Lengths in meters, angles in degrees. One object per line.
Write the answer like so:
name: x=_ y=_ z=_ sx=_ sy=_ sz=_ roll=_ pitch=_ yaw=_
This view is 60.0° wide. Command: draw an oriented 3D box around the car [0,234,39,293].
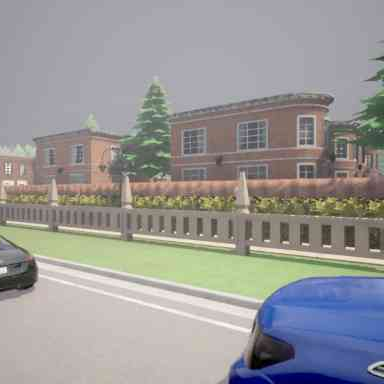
car: x=-5.506 y=1.564 z=7.877 sx=4.181 sy=1.385 sz=1.994 roll=0 pitch=0 yaw=36

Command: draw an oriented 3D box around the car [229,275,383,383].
car: x=2.959 y=1.222 z=1.879 sx=5.566 sy=2.045 sz=2.150 roll=0 pitch=0 yaw=36
